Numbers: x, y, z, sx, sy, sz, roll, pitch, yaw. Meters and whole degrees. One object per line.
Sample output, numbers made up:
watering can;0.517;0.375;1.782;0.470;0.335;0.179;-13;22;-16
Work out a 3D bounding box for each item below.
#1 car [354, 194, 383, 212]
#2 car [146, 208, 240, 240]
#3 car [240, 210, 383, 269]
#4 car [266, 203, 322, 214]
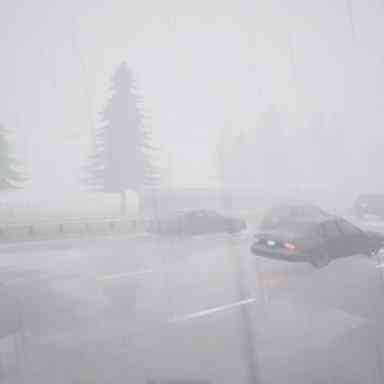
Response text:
car;15.870;1.195;27.971;5.566;2.045;2.150;0;0;-35
car;0.334;1.539;16.903;5.357;1.411;2.033;0;0;-35
car;4.368;1.539;11.183;5.357;1.411;2.033;0;0;-35
car;5.459;1.339;16.250;4.553;1.767;2.097;0;0;-35
